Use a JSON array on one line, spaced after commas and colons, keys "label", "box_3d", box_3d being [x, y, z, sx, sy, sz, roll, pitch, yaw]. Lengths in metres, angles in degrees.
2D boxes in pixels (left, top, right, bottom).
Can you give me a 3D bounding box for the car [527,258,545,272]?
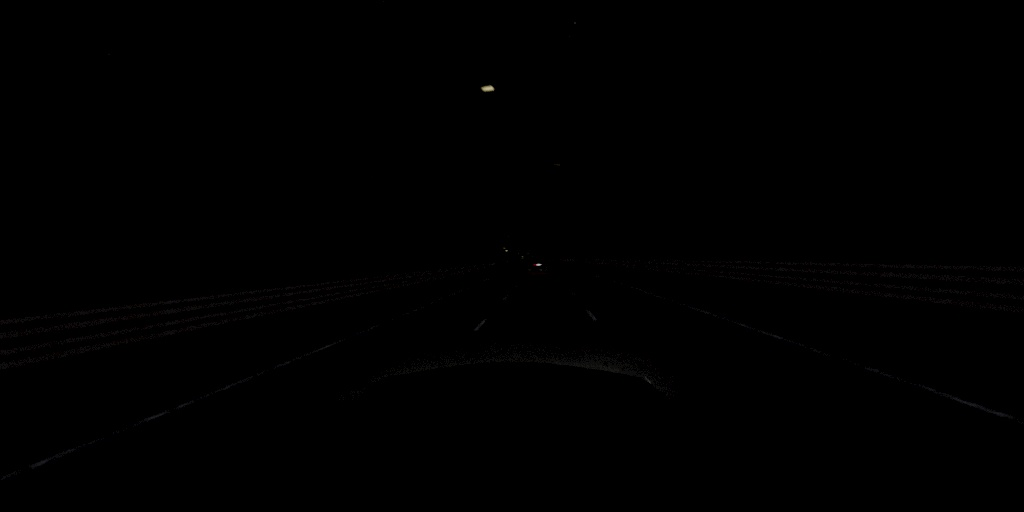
[{"label": "car", "box_3d": [3.689, 1.440, 51.156, 2.128, 1.511, 4.902, -3, -1, 3]}]
